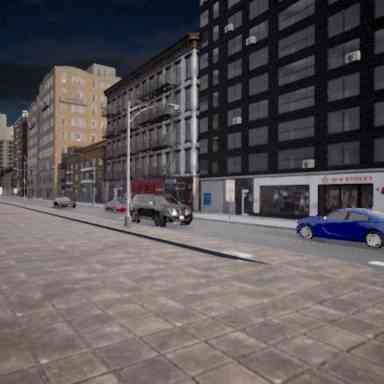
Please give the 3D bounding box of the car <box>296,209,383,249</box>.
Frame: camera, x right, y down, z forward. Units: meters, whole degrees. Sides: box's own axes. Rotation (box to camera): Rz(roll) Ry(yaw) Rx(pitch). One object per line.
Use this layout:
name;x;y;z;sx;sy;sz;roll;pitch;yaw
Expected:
car;6.974;1.469;14.618;1.882;1.535;5.008;0;0;-35

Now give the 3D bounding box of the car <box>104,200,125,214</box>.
car;-7.889;1.514;35.538;1.994;1.385;4.181;0;0;-35

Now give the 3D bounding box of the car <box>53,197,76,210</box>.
car;-16.317;1.390;42.445;1.882;1.535;5.008;0;0;-35

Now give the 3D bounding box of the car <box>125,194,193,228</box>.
car;-2.212;1.185;22.454;2.150;2.045;5.566;0;0;-35
